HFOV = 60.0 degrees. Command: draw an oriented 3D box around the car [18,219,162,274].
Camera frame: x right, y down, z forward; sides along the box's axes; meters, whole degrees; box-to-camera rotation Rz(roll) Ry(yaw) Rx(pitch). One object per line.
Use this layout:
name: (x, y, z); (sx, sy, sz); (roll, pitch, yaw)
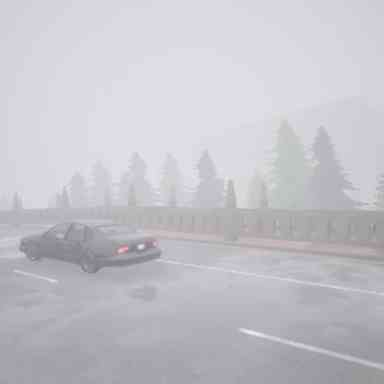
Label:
car: (-3.464, 1.595, 10.772); (5.357, 1.411, 2.033); (0, 0, 36)
